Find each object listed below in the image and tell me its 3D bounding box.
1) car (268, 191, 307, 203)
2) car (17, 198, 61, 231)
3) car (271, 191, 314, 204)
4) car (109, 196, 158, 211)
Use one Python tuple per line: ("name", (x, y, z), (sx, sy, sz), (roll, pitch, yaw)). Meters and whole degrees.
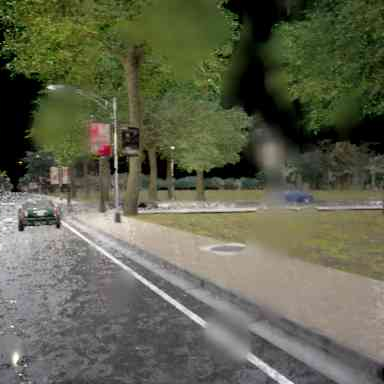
("car", (12.961, 0.681, 45.322), (4.674, 1.442, 1.812), (-1, 1, -4))
("car", (-9.084, 1.175, 19.656), (2.097, 1.767, 4.553), (-2, 1, -28))
("car", (12.787, 0.691, 42.049), (5.008, 1.535, 1.882), (-1, 1, -4))
("car", (-5.894, 1.104, 33.797), (4.902, 1.511, 2.128), (-1, 0, -14))
